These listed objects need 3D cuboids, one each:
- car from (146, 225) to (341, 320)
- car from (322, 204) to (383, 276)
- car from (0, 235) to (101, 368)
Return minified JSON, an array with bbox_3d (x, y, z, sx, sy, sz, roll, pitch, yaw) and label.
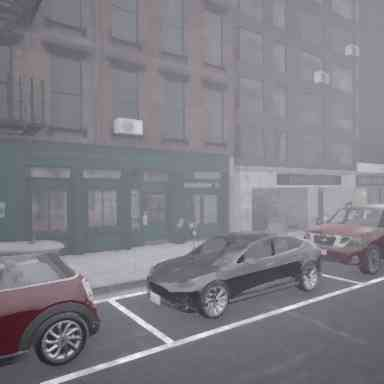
[{"bbox_3d":[1.103,1.564,7.327,4.313,1.339,1.947,0,-1,-35],"label":"car"},{"bbox_3d":[5.586,1.313,10.528,5.009,1.841,2.192,0,-1,-35],"label":"car"},{"bbox_3d":[-3.381,1.440,4.130,4.097,1.590,1.967,0,-1,-35],"label":"car"}]
